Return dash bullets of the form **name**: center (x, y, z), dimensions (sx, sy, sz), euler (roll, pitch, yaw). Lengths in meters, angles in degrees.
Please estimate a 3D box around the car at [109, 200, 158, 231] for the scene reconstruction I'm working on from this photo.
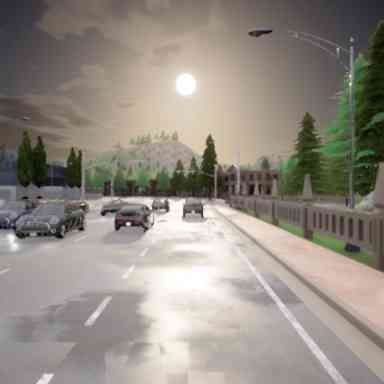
- **car**: center (-3.395, 1.448, 20.192), dimensions (1.837, 1.490, 4.892), euler (0, 0, 0)

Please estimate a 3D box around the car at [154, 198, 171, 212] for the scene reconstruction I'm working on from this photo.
- **car**: center (-3.421, 1.389, 36.813), dimensions (2.128, 1.511, 4.902), euler (0, 0, 1)

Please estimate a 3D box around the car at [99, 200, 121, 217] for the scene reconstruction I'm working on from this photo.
- **car**: center (-7.007, 1.462, 30.937), dimensions (2.033, 1.411, 5.357), euler (0, 0, 0)

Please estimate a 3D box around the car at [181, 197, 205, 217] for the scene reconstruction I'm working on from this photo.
- **car**: center (0.108, 1.419, 30.012), dimensions (1.837, 1.490, 4.892), euler (0, -1, 0)

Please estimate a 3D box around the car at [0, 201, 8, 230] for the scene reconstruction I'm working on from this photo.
- **car**: center (-10.495, 1.296, 20.004), dimensions (2.097, 1.767, 4.553), euler (0, 0, 0)

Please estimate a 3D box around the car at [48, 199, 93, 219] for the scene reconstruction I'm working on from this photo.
- **car**: center (-10.525, 1.410, 29.249), dimensions (2.128, 1.511, 4.902), euler (0, 0, 0)

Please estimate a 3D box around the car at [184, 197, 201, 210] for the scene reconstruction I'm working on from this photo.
- **car**: center (0.110, 1.410, 41.672), dimensions (1.812, 1.442, 4.674), euler (0, 0, 3)

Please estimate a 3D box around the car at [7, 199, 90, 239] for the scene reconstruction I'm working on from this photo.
- **car**: center (-7.074, 1.305, 17.096), dimensions (2.097, 1.767, 4.553), euler (0, 0, 0)
